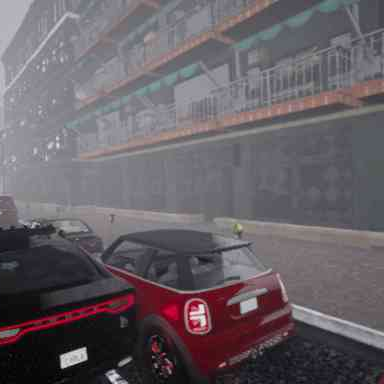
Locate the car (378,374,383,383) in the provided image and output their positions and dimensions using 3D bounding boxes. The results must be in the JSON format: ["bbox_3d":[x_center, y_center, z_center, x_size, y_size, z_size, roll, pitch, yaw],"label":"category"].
[{"bbox_3d":[2.959,1.434,0.911,1.887,1.381,4.507,-2,2,-39],"label":"car"}]

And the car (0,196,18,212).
[{"bbox_3d":[-11.121,1.122,18.518,2.192,1.841,5.009,-2,2,-39],"label":"car"}]

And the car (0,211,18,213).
[{"bbox_3d":[-4.078,1.400,9.717,2.008,1.369,4.403,-2,2,-39],"label":"car"}]

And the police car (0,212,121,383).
[{"bbox_3d":[-2.738,1.353,5.164,1.930,1.638,5.238,-3,2,-39],"label":"police car"}]

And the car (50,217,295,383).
[{"bbox_3d":[-0.563,1.310,5.312,1.967,1.590,4.097,-2,2,-39],"label":"car"}]

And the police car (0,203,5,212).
[{"bbox_3d":[-8.981,1.317,12.976,1.930,1.638,5.238,-3,2,-39],"label":"police car"}]
